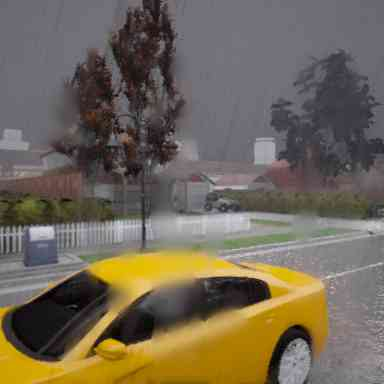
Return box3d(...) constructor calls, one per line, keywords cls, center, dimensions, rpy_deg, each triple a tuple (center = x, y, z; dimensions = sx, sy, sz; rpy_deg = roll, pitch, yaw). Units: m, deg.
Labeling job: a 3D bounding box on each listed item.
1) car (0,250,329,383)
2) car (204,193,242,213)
box3d(cls="car", center=(-0.578, 1.478, 3.579), dimensions=(5.008, 1.535, 1.882), rpy_deg=(0, 0, -36))
box3d(cls="car", center=(2.833, 0.998, 31.641), dimensions=(1.905, 1.878, 3.866), rpy_deg=(0, 0, -35))
